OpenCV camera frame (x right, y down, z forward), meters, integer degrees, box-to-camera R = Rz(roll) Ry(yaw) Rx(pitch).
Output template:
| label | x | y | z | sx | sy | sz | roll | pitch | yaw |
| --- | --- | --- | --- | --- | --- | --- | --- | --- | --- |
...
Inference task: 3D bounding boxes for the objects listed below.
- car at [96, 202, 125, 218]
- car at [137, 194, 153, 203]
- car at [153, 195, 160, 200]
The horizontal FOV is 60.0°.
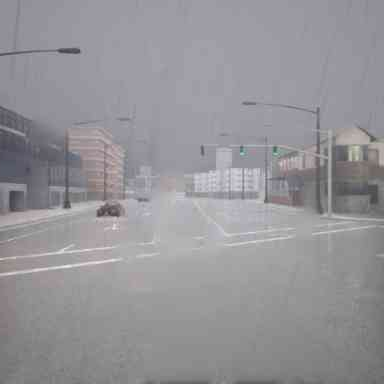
| label | x | y | z | sx | sy | sz | roll | pitch | yaw |
| --- | --- | --- | --- | --- | --- | --- | --- | --- | --- |
| car | -7.405 | 1.616 | 30.538 | 1.994 | 1.385 | 4.181 | 0 | 1 | -2 |
| car | -8.280 | 1.108 | 56.862 | 1.837 | 1.490 | 4.892 | 0 | 1 | -2 |
| car | -9.141 | 1.306 | 82.699 | 1.994 | 1.385 | 4.181 | 0 | -1 | -2 |
